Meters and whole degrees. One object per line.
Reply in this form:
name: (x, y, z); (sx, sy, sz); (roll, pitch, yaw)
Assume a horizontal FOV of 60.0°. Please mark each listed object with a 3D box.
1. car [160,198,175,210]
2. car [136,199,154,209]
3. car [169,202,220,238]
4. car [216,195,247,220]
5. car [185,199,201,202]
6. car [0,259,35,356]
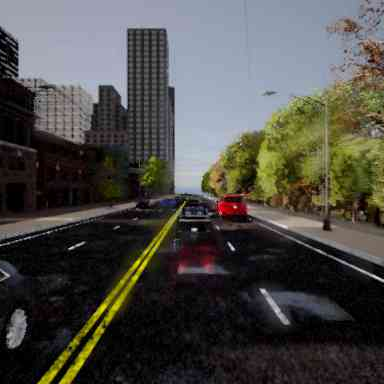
car: (-3.296, 1.558, 45.539); (1.882, 1.535, 5.008); (0, 0, 0)
car: (-6.539, 1.646, 46.457); (1.994, 1.385, 4.181); (0, 0, 1)
car: (0.108, 1.525, 17.779); (2.128, 1.511, 4.902); (0, 0, 0)
car: (3.361, 1.273, 28.656); (2.150, 2.045, 5.566); (0, 0, 0)
car: (0.117, 1.551, 41.029); (1.882, 1.535, 5.008); (0, 0, 0)
car: (-3.347, 1.511, 3.259); (1.837, 1.490, 4.892); (0, 0, 0)
